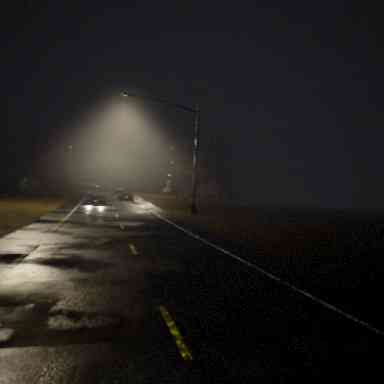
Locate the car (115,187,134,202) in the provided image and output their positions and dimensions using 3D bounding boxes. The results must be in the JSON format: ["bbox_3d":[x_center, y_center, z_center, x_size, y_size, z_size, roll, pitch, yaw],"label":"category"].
[{"bbox_3d":[-8.960,0.538,44.858,1.994,1.385,4.181,3,2,-15],"label":"car"}]

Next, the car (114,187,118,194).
[{"bbox_3d":[-13.741,-0.244,62.589,1.895,1.301,4.718,3,2,-15],"label":"car"}]

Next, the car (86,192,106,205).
[{"bbox_3d":[-10.567,0.684,36.642,1.994,1.385,4.181,3,2,-15],"label":"car"}]
